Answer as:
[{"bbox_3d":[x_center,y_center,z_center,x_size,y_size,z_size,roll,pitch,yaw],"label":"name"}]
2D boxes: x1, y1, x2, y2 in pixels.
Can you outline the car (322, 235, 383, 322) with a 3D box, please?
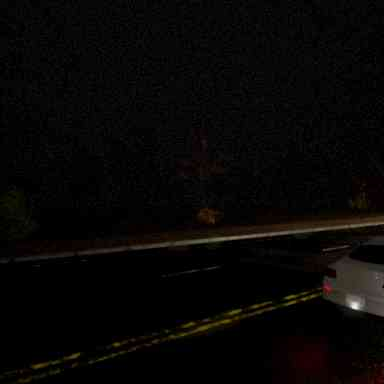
[{"bbox_3d":[4.476,1.576,6.633,4.674,1.442,1.812,0,0,-35],"label":"car"}]
